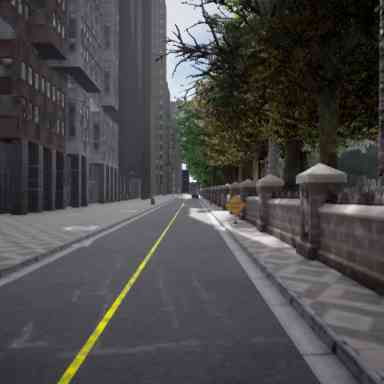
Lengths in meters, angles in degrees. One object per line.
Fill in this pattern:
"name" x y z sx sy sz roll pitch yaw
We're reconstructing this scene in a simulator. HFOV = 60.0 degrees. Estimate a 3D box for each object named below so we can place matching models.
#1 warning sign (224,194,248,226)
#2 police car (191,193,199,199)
"warning sign" 2.701 1.093 20.607 1.300 1.860 1.060 -1 -1 0
"police car" 0.900 1.202 90.709 1.930 1.638 5.238 0 0 0
